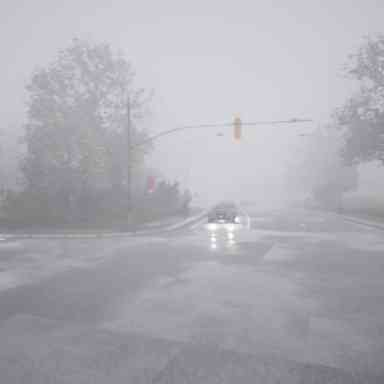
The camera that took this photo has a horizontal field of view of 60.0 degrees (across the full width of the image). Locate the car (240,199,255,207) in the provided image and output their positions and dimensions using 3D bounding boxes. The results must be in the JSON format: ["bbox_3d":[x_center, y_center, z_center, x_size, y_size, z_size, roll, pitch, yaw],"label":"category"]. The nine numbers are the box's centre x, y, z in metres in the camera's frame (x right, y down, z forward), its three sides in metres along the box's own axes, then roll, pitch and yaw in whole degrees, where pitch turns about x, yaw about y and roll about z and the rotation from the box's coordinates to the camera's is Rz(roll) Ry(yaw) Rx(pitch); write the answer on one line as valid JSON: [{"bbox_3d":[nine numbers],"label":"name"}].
[{"bbox_3d":[10.611,2.058,64.613,1.882,1.535,5.008,-1,-1,-10],"label":"car"}]

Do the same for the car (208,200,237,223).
[{"bbox_3d":[2.383,1.558,25.601,1.994,1.385,4.181,-1,0,9],"label":"car"}]

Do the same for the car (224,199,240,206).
[{"bbox_3d":[3.806,1.700,35.443,1.895,1.301,4.718,-1,-1,6],"label":"car"}]

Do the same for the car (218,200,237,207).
[{"bbox_3d":[6.963,2.194,65.289,2.033,1.411,5.357,-1,-1,-13],"label":"car"}]

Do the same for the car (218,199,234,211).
[{"bbox_3d":[4.590,1.761,45.580,1.882,1.535,5.008,-1,-1,2],"label":"car"}]
